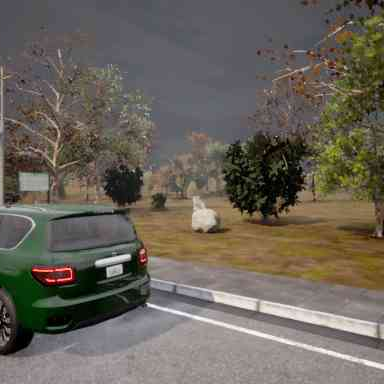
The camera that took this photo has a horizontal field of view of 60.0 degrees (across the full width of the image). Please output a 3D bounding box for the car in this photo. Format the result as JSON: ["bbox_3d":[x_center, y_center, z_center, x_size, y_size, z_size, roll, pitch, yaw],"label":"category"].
[{"bbox_3d":[-3.298,1.221,6.321,5.566,2.045,2.150,0,0,35],"label":"car"}]
